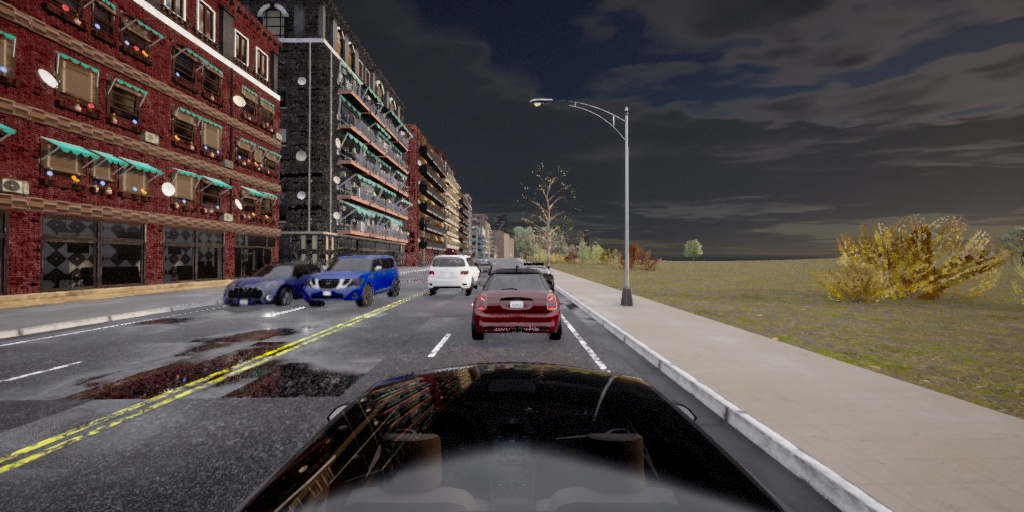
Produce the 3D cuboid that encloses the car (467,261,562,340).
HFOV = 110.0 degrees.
[{"bbox_3d":[0.114,1.103,10.134,2.097,1.767,4.553,0,0,0],"label":"car"}]

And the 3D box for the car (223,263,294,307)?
[{"bbox_3d":[-9.820,1.104,15.378,2.097,1.767,4.553,0,0,0],"label":"car"}]

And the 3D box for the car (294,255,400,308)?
[{"bbox_3d":[-6.570,0.973,15.500,2.150,2.045,5.566,0,0,0],"label":"car"}]

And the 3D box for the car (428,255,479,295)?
[{"bbox_3d":[-3.108,0.974,19.918,2.150,2.045,5.566,0,0,0],"label":"car"}]

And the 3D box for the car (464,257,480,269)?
[{"bbox_3d":[-6.449,1.101,58.836,2.097,1.767,4.553,0,0,0],"label":"car"}]

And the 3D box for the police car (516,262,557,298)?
[{"bbox_3d":[1.178,1.177,19.630,1.930,1.638,5.238,0,0,0],"label":"police car"}]

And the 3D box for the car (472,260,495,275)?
[{"bbox_3d":[-3.062,1.244,39.360,2.128,1.511,4.902,0,0,0],"label":"car"}]
